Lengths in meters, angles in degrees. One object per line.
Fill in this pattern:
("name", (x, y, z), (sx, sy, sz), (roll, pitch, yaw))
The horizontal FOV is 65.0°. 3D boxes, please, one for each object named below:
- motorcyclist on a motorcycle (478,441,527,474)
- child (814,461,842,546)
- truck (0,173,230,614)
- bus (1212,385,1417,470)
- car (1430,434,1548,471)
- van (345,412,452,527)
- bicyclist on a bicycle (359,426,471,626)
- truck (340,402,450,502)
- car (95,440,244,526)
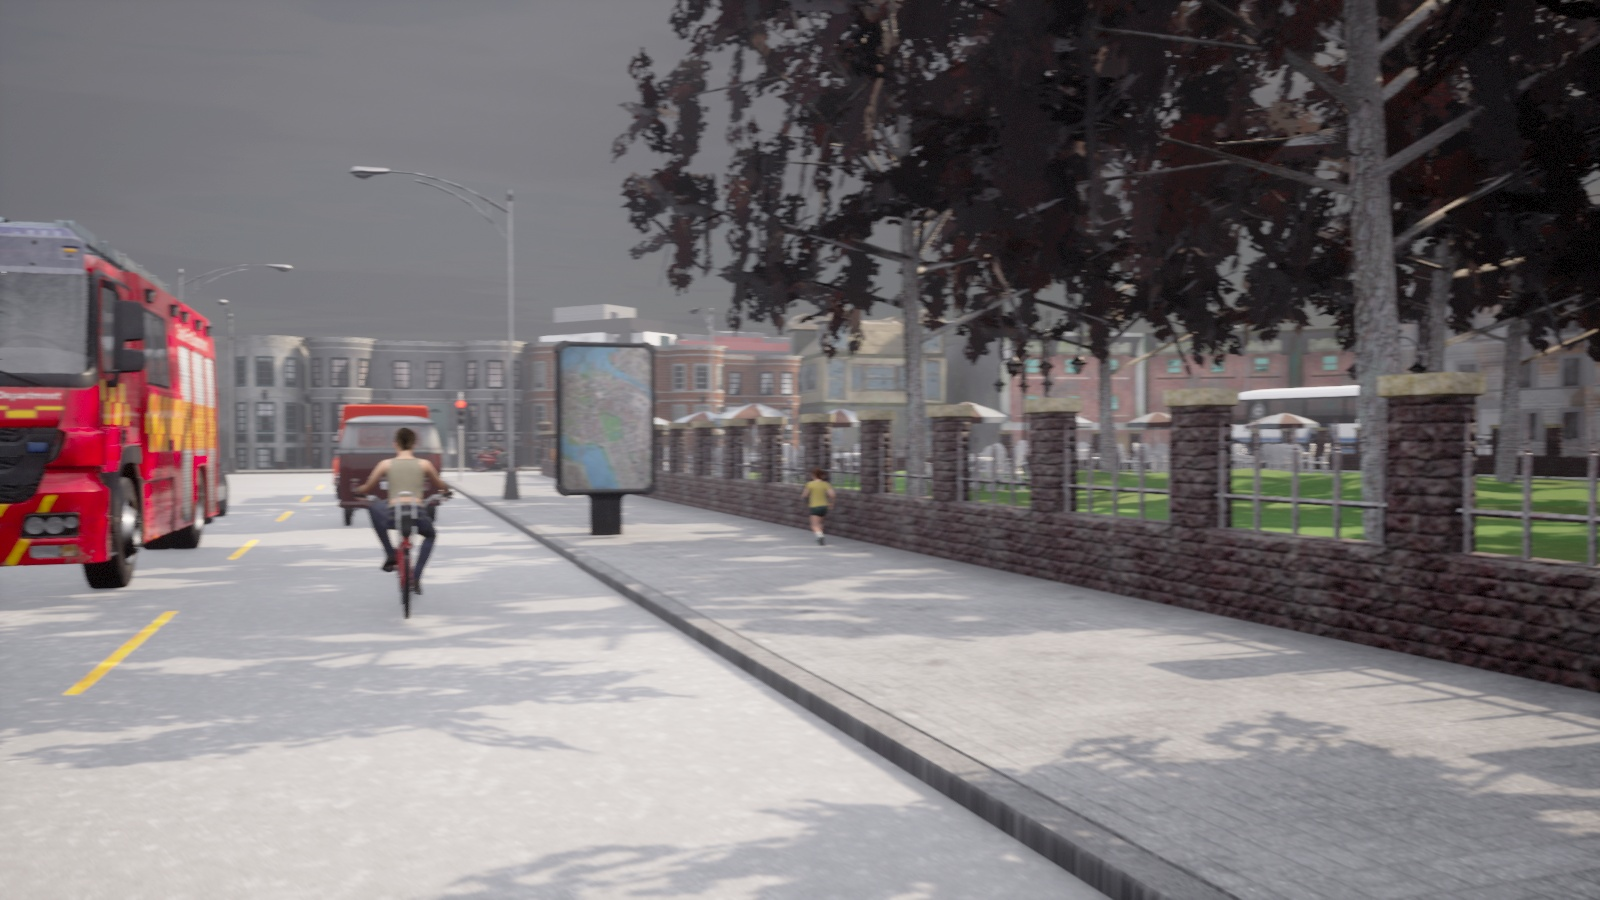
("motorcyclist on a motorcycle", (-14.341, 0.347, 60.531), (2.191, 1.530, 0.866), (0, 0, -18))
("child", (0.370, 0.708, 16.754), (0.255, 1.110, 0.394), (0, 0, -18))
("truck", (-8.833, -0.514, 14.742), (2.891, 3.827, 8.468), (0, 0, -18))
("bus", (27.722, -1.208, 68.364), (3.944, 4.253, 10.273), (-1, 1, -27))
("car", (32.500, 0.079, 59.386), (2.242, 1.667, 4.611), (0, 0, -18))
("van", (-7.694, 0.329, 24.061), (1.775, 1.987, 4.442), (0, 0, -18))
("bicyclist on a bicycle", (-3.382, 0.605, 10.984), (0.866, 1.612, 1.509), (0, 0, -18))
("truck", (-10.992, 0.023, 34.058), (2.627, 2.467, 5.204), (0, 1, -18))
("car", (-11.814, 0.552, 23.781), (1.970, 1.475, 3.806), (0, 0, -18))
